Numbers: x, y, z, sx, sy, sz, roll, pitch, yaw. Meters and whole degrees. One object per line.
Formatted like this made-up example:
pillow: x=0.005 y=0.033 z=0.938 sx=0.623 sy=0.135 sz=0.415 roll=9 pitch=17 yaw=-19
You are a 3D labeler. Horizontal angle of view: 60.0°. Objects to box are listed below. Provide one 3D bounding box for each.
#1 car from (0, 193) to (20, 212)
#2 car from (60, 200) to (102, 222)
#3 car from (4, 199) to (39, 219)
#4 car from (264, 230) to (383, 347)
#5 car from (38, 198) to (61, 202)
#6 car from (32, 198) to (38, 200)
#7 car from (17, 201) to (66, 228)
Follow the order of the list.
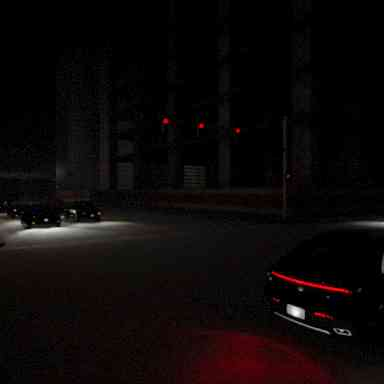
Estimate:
car: x=-21.205 y=1.191 z=38.273 sx=2.150 sy=2.045 sz=5.566 roll=0 pitch=0 yaw=-35
car: x=-8.620 y=1.473 z=26.176 sx=1.837 sy=1.490 sz=4.892 roll=0 pitch=0 yaw=-35
car: x=-15.129 y=1.581 z=29.450 sx=1.895 sy=1.301 sz=4.718 roll=0 pitch=0 yaw=-35
car: x=3.478 y=1.475 z=6.238 sx=4.892 sy=1.490 sz=1.837 roll=0 pitch=0 yaw=-35
car: x=-14.035 y=1.436 z=34.033 sx=1.882 sy=1.535 sz=5.008 roll=0 pitch=0 yaw=-34
car: x=-19.627 y=1.475 z=42.172 sx=1.812 sy=1.442 sz=4.674 roll=0 pitch=0 yaw=-35
car: x=-10.155 y=1.553 z=22.238 sx=1.994 sy=1.385 sz=4.181 roll=0 pitch=0 yaw=-35
